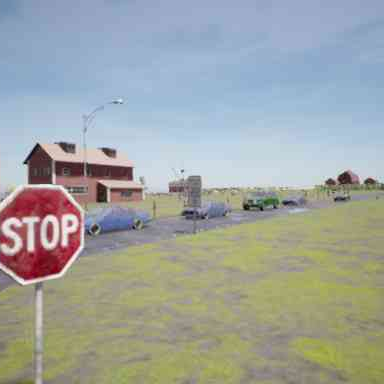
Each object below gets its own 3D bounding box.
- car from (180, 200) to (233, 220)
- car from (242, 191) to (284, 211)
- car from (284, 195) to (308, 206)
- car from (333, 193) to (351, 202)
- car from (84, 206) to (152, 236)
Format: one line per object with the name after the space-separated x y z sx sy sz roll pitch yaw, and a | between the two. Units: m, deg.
1.333 1.362 27.018 2.033 1.411 5.357 0 1 36 | car
7.414 0.881 35.379 2.150 2.045 5.566 0 1 36 | car
13.712 1.045 43.981 2.033 1.411 5.357 0 1 37 | car
24.249 0.873 53.569 1.895 1.301 4.718 0 1 36 | car
-4.654 1.511 18.829 2.033 1.411 5.357 0 1 37 | car
